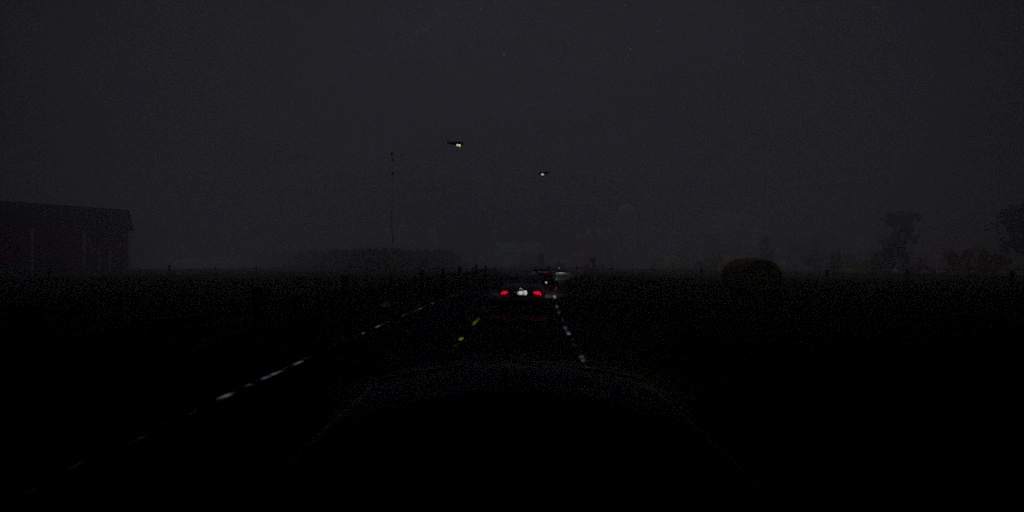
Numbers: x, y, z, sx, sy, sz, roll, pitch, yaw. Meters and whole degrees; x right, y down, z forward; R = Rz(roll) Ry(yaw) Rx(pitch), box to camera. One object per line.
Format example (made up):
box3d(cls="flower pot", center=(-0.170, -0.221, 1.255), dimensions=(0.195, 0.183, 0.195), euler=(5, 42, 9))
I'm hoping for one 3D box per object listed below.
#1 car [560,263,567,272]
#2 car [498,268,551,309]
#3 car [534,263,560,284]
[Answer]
box3d(cls="car", center=(7.336, 1.807, 56.498), dimensions=(1.837, 1.490, 4.892), euler=(0, -1, 21))
box3d(cls="car", center=(0.545, 1.428, 15.639), dimensions=(2.033, 1.411, 5.357), euler=(0, -1, 5))
box3d(cls="car", center=(2.683, 1.520, 30.643), dimensions=(2.128, 1.511, 4.902), euler=(0, 0, 11))
